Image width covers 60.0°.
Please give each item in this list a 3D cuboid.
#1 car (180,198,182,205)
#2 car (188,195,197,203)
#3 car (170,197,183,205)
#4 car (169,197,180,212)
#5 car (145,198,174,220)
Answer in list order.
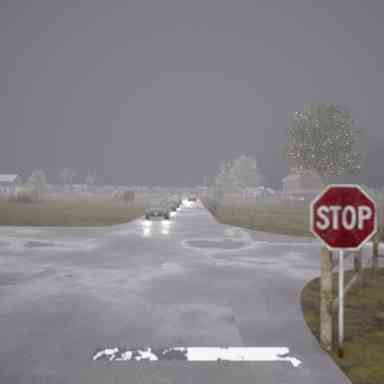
[{"bbox_3d":[-2.770,1.473,48.767,1.882,1.535,5.008,0,0,0],"label":"car"},{"bbox_3d":[0.098,1.490,71.269,1.882,1.535,5.008,0,0,0],"label":"car"},{"bbox_3d":[-2.701,1.604,58.789,1.895,1.301,4.718,0,0,0],"label":"car"},{"bbox_3d":[-2.787,1.555,38.939,1.994,1.385,4.181,0,0,1],"label":"car"},{"bbox_3d":[-2.809,1.499,28.173,1.837,1.490,4.892,0,0,0],"label":"car"}]
